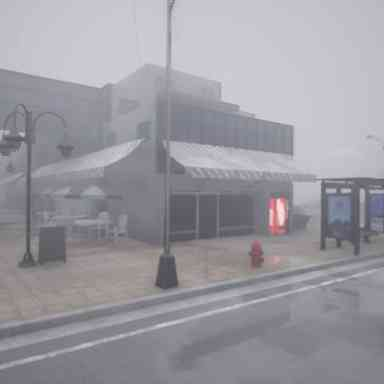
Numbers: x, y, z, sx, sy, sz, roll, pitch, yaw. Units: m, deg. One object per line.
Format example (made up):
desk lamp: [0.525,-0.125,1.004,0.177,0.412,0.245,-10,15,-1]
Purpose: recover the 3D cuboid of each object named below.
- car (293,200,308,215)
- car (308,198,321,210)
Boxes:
car: [9.695,1.911,36.182,1.837,1.490,4.892,1,0,-36]
car: [18.426,1.748,48.317,5.027,1.636,2.152,1,0,-36]
